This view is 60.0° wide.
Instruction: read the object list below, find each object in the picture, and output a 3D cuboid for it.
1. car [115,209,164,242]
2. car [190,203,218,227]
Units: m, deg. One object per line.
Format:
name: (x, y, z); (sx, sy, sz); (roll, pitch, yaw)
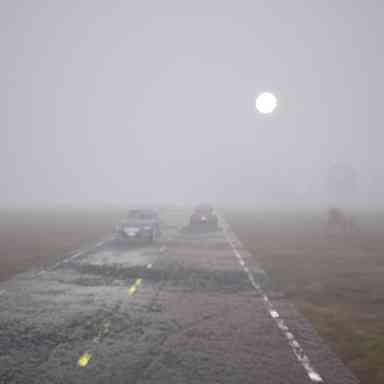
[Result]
car: (-2.614, 1.648, 17.344); (2.128, 1.511, 4.902); (0, -1, 3)
car: (0.892, 1.790, 24.881); (1.994, 1.385, 4.181); (0, -1, 3)
